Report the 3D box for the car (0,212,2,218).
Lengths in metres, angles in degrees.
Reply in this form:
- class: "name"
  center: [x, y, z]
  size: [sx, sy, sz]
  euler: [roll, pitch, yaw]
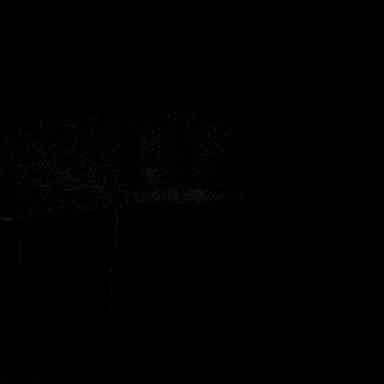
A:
- class: "car"
  center: [-21.660, 2.190, 34.812]
  size: [1.812, 1.442, 4.674]
  euler: [3, -2, -11]
